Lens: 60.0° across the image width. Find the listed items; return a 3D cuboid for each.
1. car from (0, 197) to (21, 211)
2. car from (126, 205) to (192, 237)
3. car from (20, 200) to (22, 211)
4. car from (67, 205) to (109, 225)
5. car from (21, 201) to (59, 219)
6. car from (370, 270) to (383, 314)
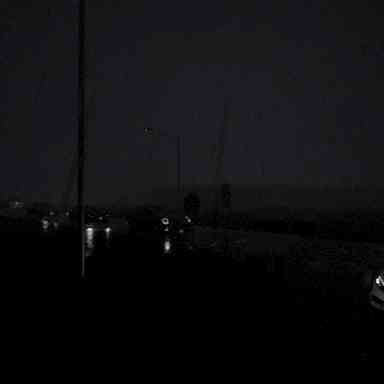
[{"bbox_3d":[-27.465,1.808,50.331,5.566,2.045,2.150,-1,0,44],"label":"car"},{"bbox_3d":[-2.040,1.561,19.660,2.097,1.767,4.553,0,0,-41],"label":"car"},{"bbox_3d":[-19.949,1.977,43.145,4.902,1.511,2.128,-1,0,45],"label":"car"},{"bbox_3d":[-8.588,1.810,27.117,1.837,1.490,4.892,0,0,-42],"label":"car"},{"bbox_3d":[-15.501,1.895,34.531,2.128,1.511,4.902,0,0,-44],"label":"car"},{"bbox_3d":[5.409,1.575,6.426,4.674,1.442,1.812,0,-1,-33],"label":"car"}]
